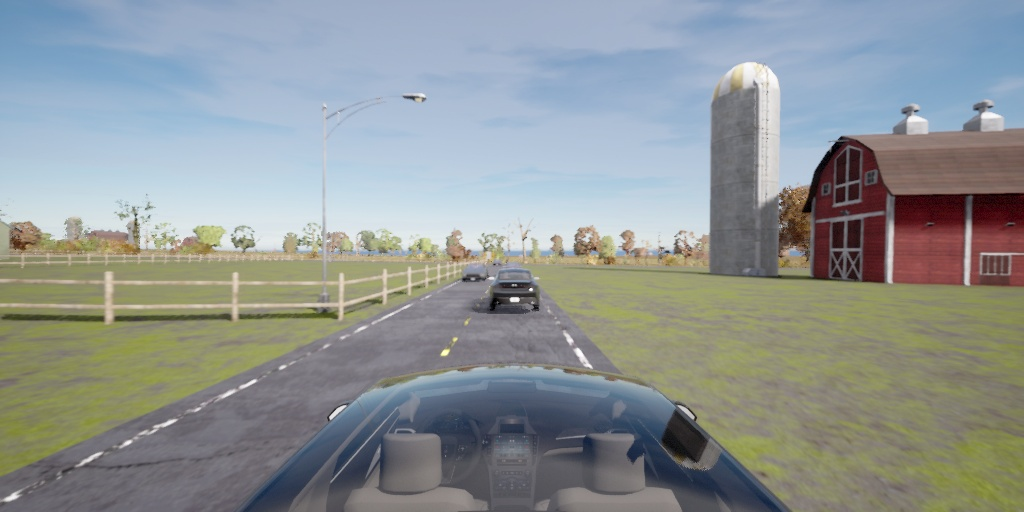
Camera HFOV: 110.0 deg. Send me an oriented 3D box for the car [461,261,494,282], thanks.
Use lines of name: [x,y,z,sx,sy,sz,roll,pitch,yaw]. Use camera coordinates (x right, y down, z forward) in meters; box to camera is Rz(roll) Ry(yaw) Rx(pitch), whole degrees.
car: [-2.866,1.304,28.958,2.033,1.411,5.357,0,0,0]

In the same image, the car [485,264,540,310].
car: [0.093,1.257,14.705,1.837,1.490,4.892,0,0,0]

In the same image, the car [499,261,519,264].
car: [0.081,1.308,35.987,2.033,1.411,5.357,0,0,0]
